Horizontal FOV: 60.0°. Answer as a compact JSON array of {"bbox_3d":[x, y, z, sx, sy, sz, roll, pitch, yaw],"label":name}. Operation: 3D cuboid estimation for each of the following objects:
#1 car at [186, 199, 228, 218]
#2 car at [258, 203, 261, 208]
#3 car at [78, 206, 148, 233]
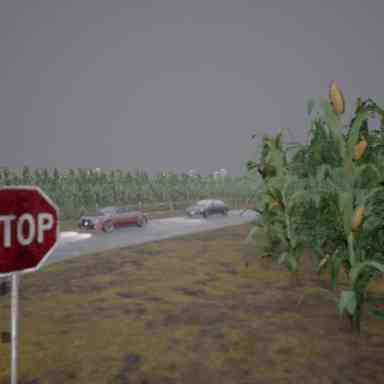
[{"bbox_3d":[1.386,1.336,28.019,1.812,1.442,4.674,1,1,36],"label":"car"},{"bbox_3d":[9.299,1.106,38.974,1.837,1.490,4.892,1,2,36],"label":"car"},{"bbox_3d":[-4.595,1.521,19.719,1.994,1.385,4.181,1,1,36],"label":"car"}]
